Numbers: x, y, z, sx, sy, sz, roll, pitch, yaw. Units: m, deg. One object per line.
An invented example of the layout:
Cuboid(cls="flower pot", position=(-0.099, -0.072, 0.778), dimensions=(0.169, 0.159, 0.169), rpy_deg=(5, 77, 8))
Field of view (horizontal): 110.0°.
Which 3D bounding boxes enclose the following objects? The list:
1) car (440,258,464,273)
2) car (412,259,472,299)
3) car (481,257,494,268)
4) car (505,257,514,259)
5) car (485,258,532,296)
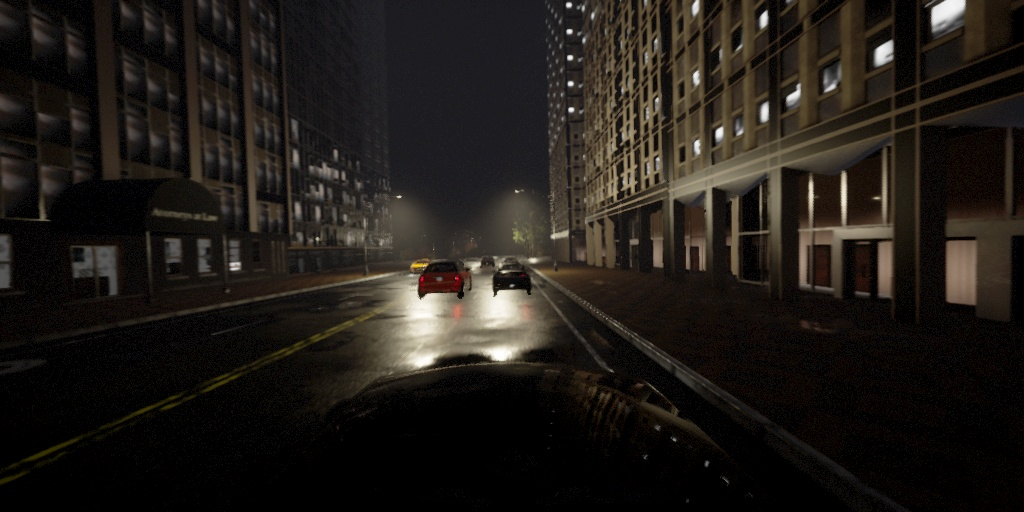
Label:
Cuboid(cls="car", position=(-6.797, 1.042, 41.110), dimensions=(1.882, 1.535, 5.008), rpy_deg=(-2, 1, 0))
Cuboid(cls="car", position=(-3.254, 1.041, 18.135), dimensions=(2.097, 1.767, 4.553), rpy_deg=(-2, 1, 0))
Cuboid(cls="car", position=(-3.423, 0.848, 51.842), dimensions=(1.882, 1.535, 5.008), rpy_deg=(-2, 0, 0))
Cuboid(cls="car", position=(-0.122, 0.887, 41.784), dimensions=(1.837, 1.490, 4.892), rpy_deg=(-2, 1, 0))
Cuboid(cls="car", position=(-0.013, 1.092, 18.330), dimensions=(2.128, 1.511, 4.902), rpy_deg=(-2, 1, 0))
